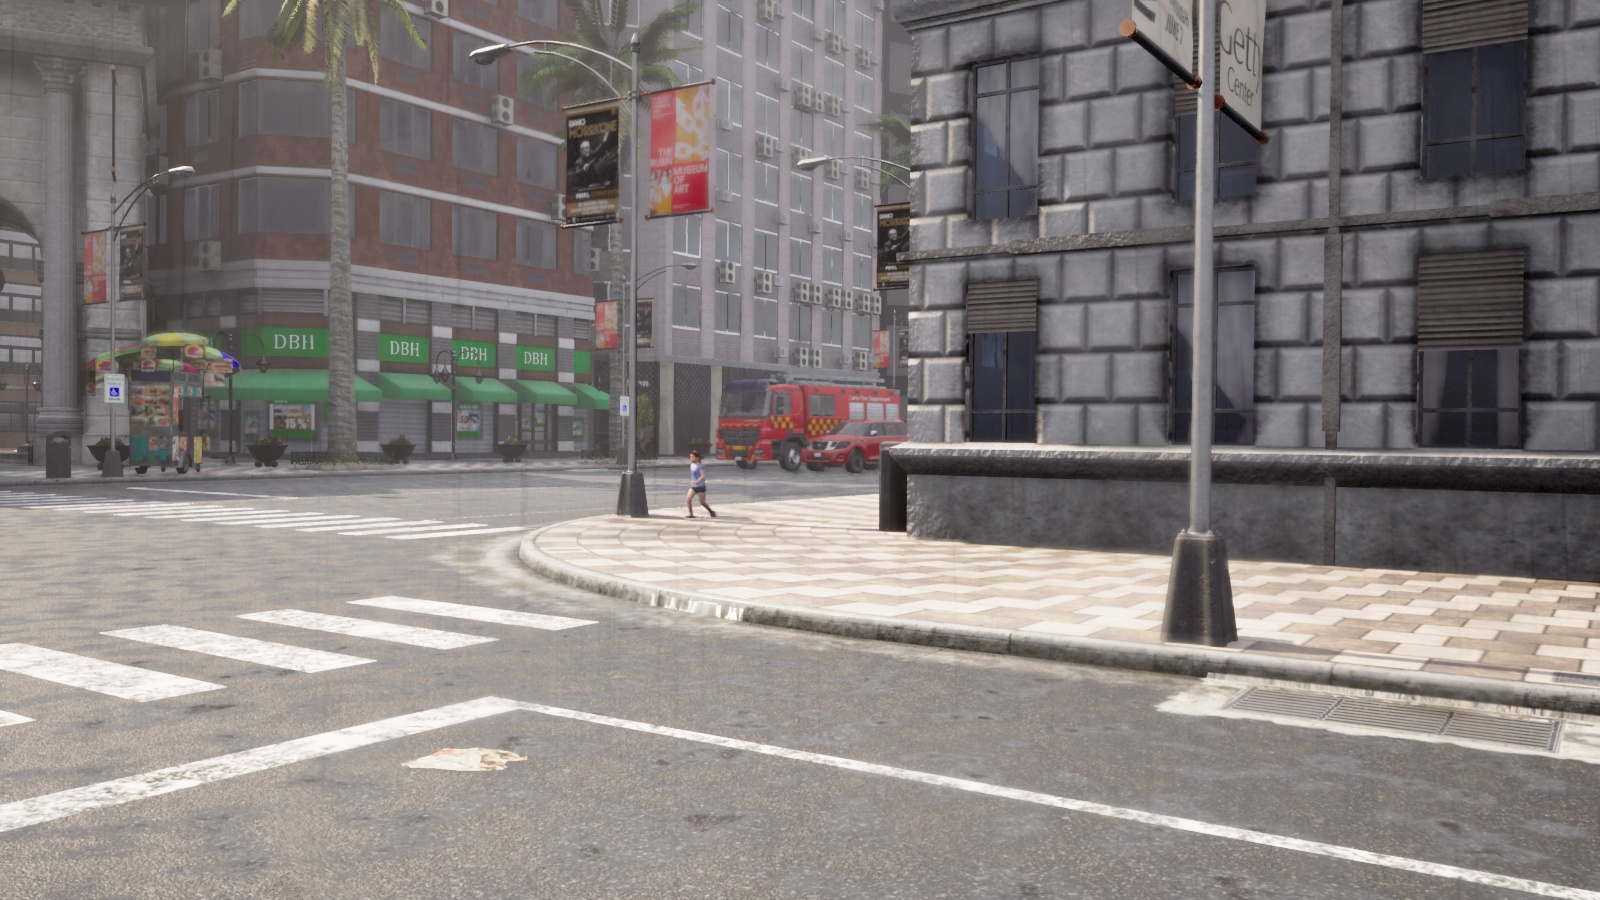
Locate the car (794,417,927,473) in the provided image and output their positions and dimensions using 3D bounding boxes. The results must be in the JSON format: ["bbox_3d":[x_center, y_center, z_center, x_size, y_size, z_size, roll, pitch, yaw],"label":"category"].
[{"bbox_3d":[2.393,-0.231,48.288,2.150,2.045,5.566,0,1,40],"label":"car"}]

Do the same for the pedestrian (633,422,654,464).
[{"bbox_3d":[-6.945,-0.310,55.772,0.694,1.848,0.540,-1,1,-41],"label":"pedestrian"}]

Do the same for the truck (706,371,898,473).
[{"bbox_3d":[0.252,-1.135,51.216,2.891,3.827,8.468,0,1,42],"label":"truck"}]

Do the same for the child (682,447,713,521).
[{"bbox_3d":[-1.571,0.519,19.286,0.255,1.110,0.394,0,1,42],"label":"child"}]
